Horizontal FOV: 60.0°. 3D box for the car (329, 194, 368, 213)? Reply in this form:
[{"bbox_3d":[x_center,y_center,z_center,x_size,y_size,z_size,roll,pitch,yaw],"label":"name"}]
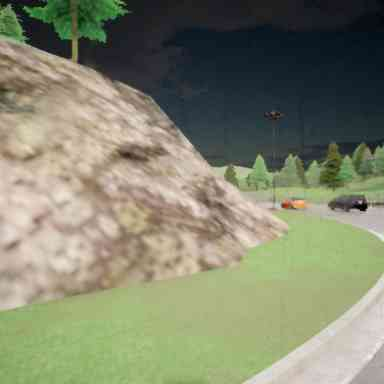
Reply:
[{"bbox_3d":[18.044,1.305,38.665,2.150,2.045,5.566,0,0,-4],"label":"car"}]

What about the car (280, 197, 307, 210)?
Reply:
[{"bbox_3d":[13.764,1.509,45.377,2.097,1.767,4.553,-1,0,-8],"label":"car"}]
